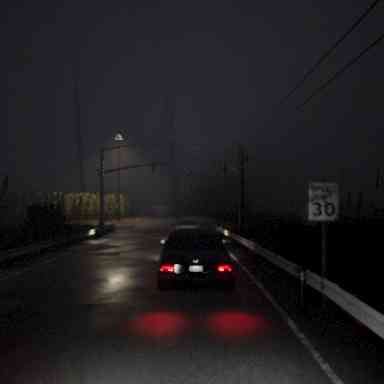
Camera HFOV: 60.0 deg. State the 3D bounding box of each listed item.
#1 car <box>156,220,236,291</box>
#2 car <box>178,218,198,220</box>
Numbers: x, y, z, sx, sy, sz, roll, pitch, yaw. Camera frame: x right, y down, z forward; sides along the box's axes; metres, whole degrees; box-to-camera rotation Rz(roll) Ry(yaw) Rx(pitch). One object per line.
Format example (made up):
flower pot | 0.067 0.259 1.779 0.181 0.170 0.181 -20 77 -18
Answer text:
car | 0.040 1.733 9.427 2.033 1.411 5.357 0 -2 -1
car | -0.248 2.251 19.622 1.812 1.442 4.674 0 -4 -1
